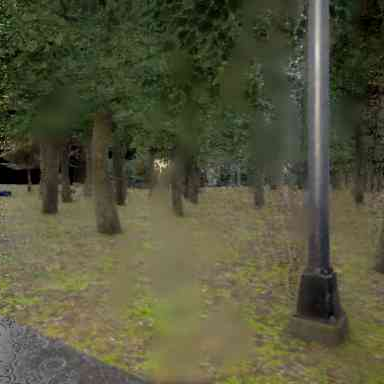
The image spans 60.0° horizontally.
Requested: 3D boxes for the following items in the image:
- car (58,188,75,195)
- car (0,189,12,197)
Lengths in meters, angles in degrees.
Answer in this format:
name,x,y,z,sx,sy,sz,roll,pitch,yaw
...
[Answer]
name,x,y,z,sx,sy,sz,roll,pitch,yaw
car,-28.561,-0.172,74.608,1.837,1.490,4.892,-2,1,34
car,-36.763,0.205,62.651,1.882,1.535,5.008,-2,0,34
